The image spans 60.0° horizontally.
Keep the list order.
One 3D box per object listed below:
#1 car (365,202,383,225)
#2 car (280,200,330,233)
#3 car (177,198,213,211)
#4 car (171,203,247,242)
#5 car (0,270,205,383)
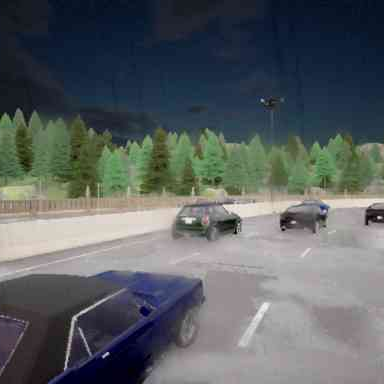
[{"bbox_3d":[13.480,1.478,23.347,1.882,1.535,5.008,0,0,36],"label":"car"},{"bbox_3d":[6.736,1.477,19.746,1.882,1.535,5.008,0,0,32],"label":"car"},{"bbox_3d":[0.408,1.525,40.942,1.812,1.442,4.674,0,0,40],"label":"car"},{"bbox_3d":[0.870,1.352,16.659,2.097,1.767,4.553,0,0,28],"label":"car"},{"bbox_3d":[-1.405,1.601,3.707,1.895,1.301,4.718,0,0,21],"label":"car"}]
